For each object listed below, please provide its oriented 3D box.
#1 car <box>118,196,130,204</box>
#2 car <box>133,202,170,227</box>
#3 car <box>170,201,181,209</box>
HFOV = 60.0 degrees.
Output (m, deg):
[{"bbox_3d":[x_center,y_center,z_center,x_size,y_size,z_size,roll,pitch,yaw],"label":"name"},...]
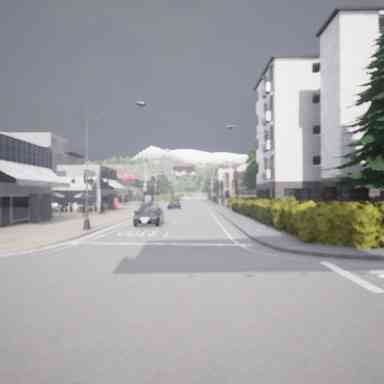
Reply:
[{"bbox_3d":[-17.654,2.353,87.797,2.007,1.523,4.514,0,-1,0],"label":"car"},{"bbox_3d":[-3.126,1.726,24.656,2.128,1.511,4.902,0,0,1],"label":"car"},{"bbox_3d":[-2.724,2.049,52.782,1.994,1.385,4.181,0,-1,1],"label":"car"}]
